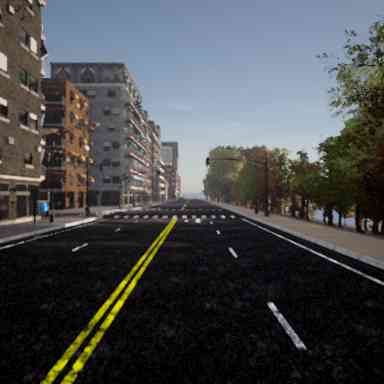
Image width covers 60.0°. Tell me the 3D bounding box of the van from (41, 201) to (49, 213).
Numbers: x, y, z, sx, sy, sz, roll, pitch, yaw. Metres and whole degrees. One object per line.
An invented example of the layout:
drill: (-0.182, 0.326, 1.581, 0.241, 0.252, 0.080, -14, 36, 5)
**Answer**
van: (-22.735, 2.133, 48.026, 3.998, 1.788, 1.690, -1, 0, -1)
